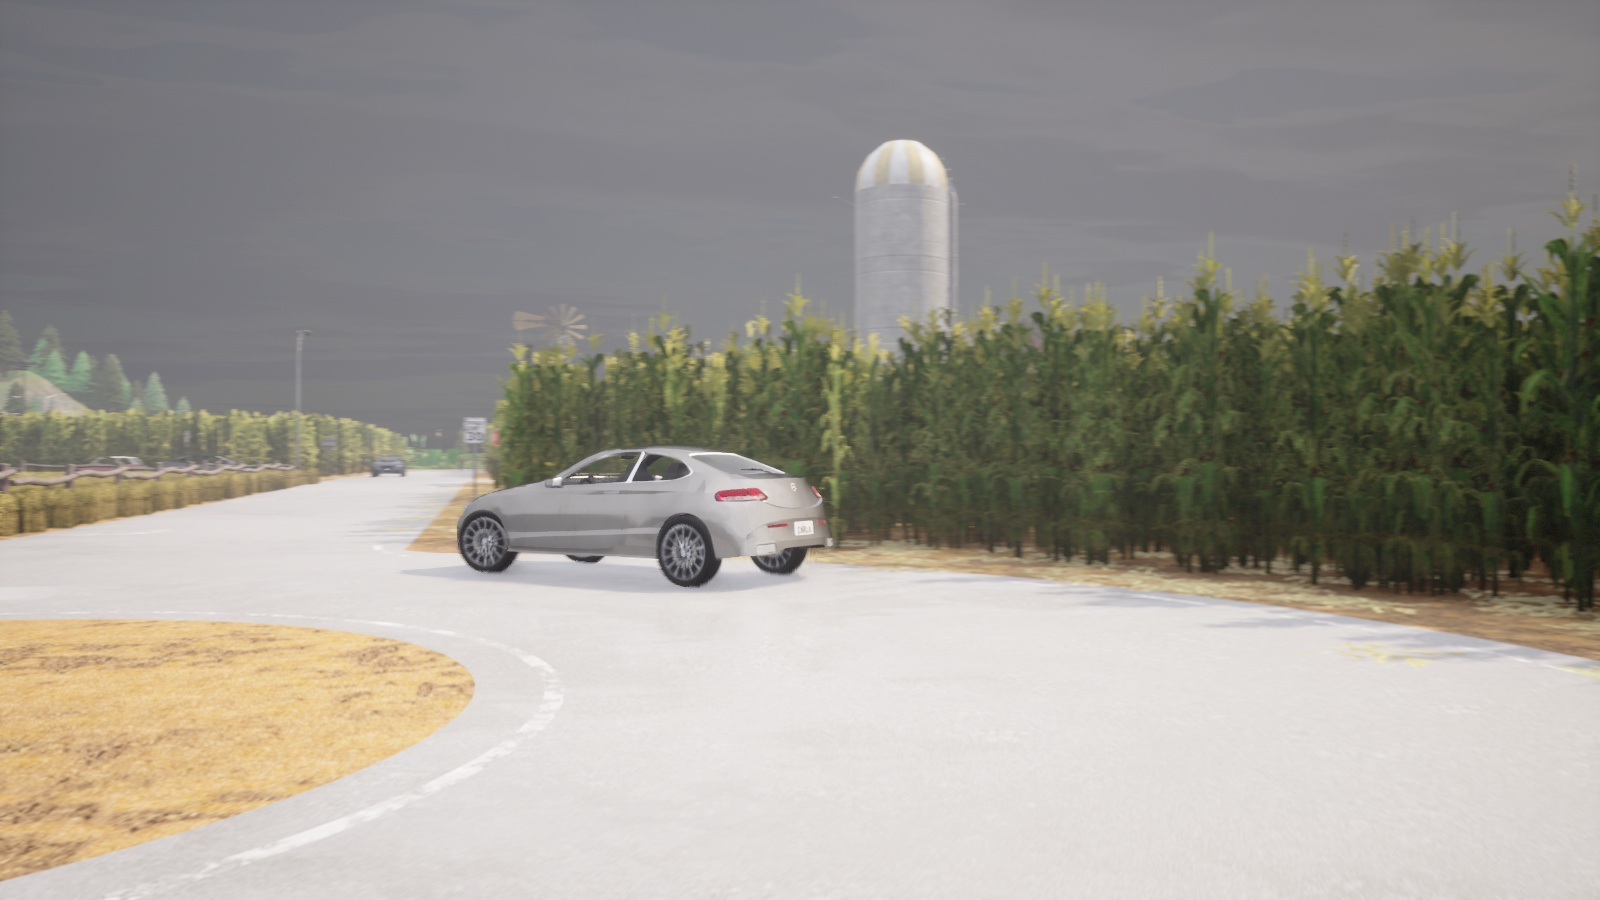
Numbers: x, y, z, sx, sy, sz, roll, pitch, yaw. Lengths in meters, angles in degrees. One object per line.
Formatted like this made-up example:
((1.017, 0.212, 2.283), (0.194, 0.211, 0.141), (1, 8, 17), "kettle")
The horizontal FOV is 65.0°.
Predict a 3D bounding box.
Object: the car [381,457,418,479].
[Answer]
((-25.694, 1.145, 80.633), (1.994, 1.385, 4.181), (0, 0, -13), "car")

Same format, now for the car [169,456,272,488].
((-29.713, 1.103, 64.551), (4.514, 1.525, 2.007), (-1, 0, -15), "car")

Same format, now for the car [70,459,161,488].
((-36.011, 1.208, 66.169), (3.806, 1.475, 1.970), (-1, 0, -13), "car")

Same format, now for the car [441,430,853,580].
((-2.038, 0.629, 16.075), (5.027, 1.651, 2.152), (0, 0, 33), "car")
